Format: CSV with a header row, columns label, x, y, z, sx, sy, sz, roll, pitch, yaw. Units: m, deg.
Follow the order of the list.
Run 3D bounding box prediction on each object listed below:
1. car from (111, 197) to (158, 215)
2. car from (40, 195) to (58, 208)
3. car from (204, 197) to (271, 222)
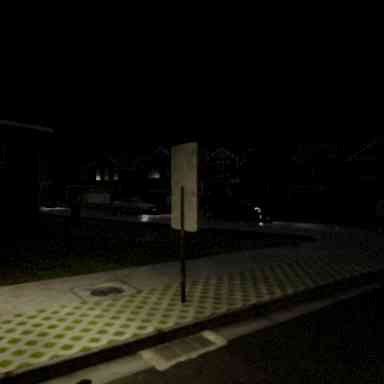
label,x,y,z,sx,sy,sz,roll,pitch,yaw
car,-5.046,1.189,28.910,4.674,1.442,1.812,1,1,35
car,-16.876,1.054,37.057,4.181,1.385,1.994,1,1,35
car,3.177,1.134,23.262,4.553,1.767,2.097,1,1,35
